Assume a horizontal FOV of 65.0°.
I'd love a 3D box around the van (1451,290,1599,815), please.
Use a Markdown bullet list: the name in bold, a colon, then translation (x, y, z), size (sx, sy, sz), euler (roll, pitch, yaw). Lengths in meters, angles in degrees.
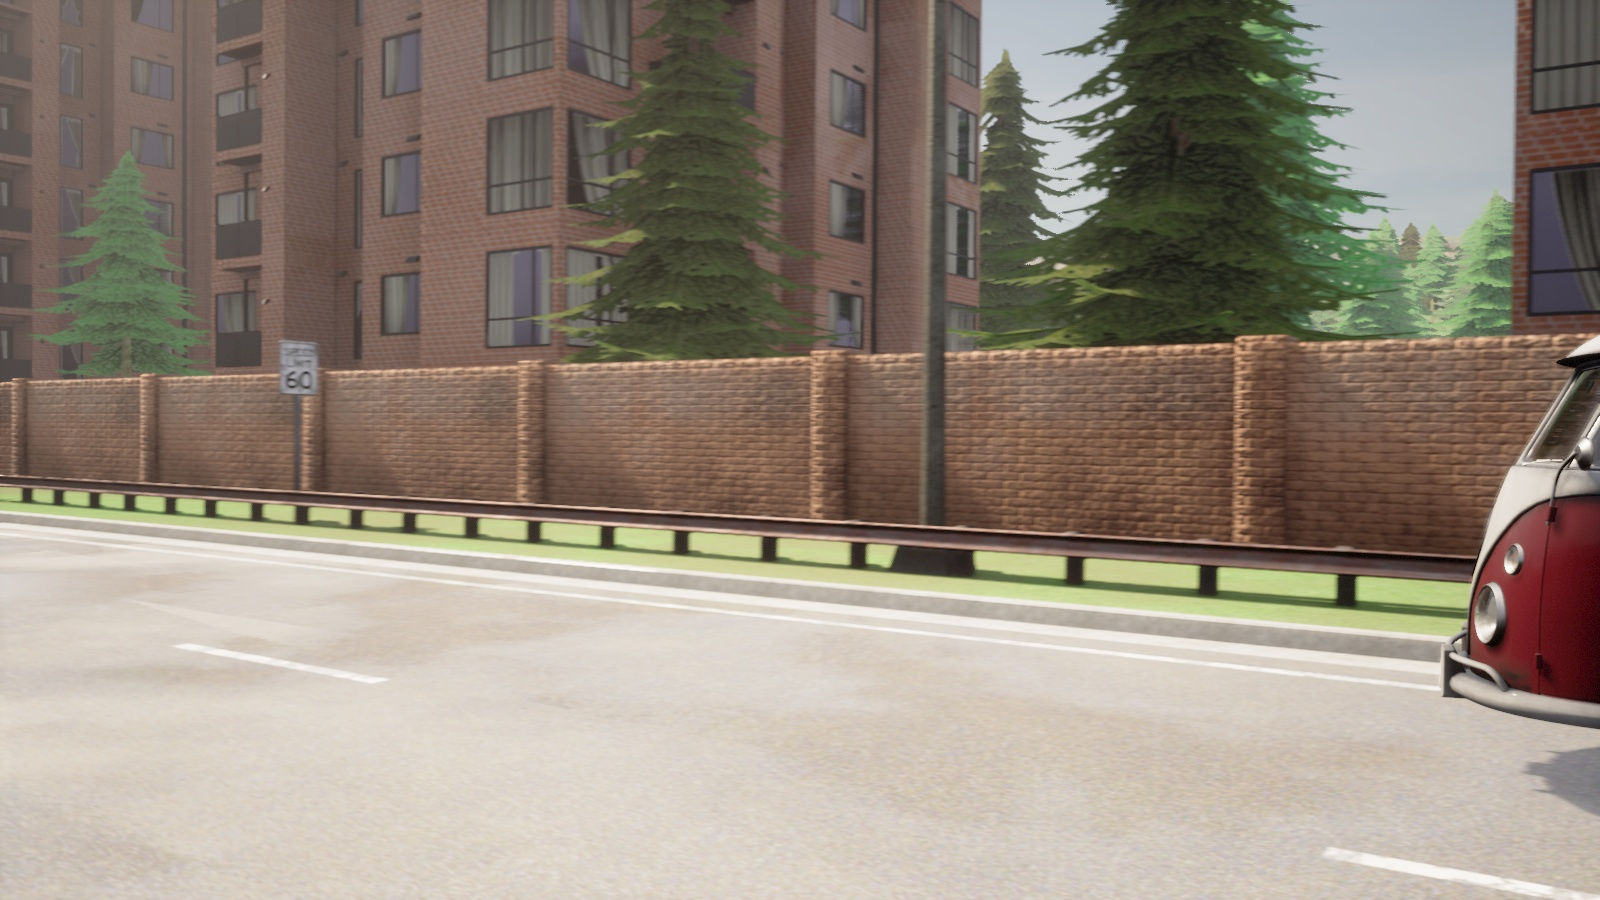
- **van**: translation (4.948, 0.377, 4.533), size (4.442, 1.987, 1.775), euler (0, 1, 34)
